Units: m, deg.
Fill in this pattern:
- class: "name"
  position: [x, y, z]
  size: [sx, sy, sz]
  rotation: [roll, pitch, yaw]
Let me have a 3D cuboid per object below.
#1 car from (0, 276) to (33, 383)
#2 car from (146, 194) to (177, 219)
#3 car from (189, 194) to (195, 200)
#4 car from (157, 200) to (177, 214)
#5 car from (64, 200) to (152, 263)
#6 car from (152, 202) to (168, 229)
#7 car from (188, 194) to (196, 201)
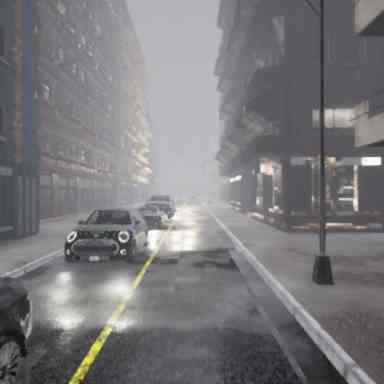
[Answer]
- class: "car"
  position: [-2.846, 1.490, 2.086]
  size: [2.128, 1.511, 4.902]
  rotation: [0, 0, 0]
- class: "car"
  position: [-2.751, 1.201, 29.140]
  size: [2.150, 2.045, 5.566]
  rotation: [0, 0, 0]
- class: "car"
  position: [-0.002, 1.377, 93.205]
  size: [1.812, 1.442, 4.674]
  rotation: [0, 0, 0]
- class: "car"
  position: [-2.751, 1.627, 37.340]
  size: [1.895, 1.301, 4.718]
  rotation: [0, 0, 0]
- class: "car"
  position: [-2.847, 1.342, 11.929]
  size: [2.097, 1.767, 4.553]
  rotation: [0, 0, 0]
- class: "car"
  position: [-2.844, 1.550, 21.563]
  size: [1.994, 1.385, 4.181]
  rotation: [0, 0, 0]
- class: "car"
  position: [-0.002, 1.501, 82.782]
  size: [1.837, 1.490, 4.892]
  rotation: [0, 0, 0]
